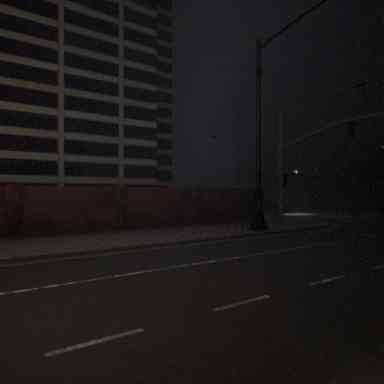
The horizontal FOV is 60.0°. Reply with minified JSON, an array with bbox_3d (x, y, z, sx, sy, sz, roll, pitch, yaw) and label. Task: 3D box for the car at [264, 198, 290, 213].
[{"bbox_3d":[8.605,1.505,37.042,1.837,1.490,4.892,0,0,-36],"label":"car"}]
